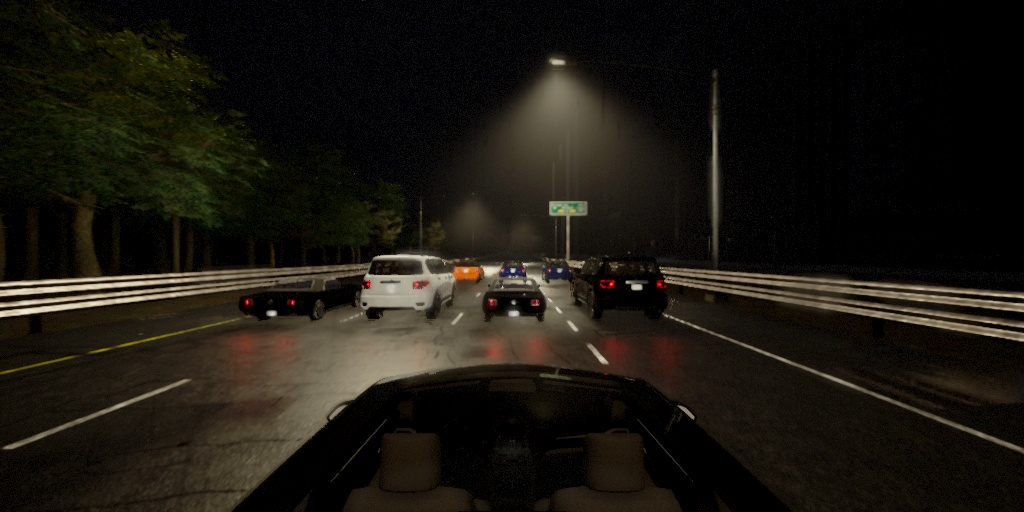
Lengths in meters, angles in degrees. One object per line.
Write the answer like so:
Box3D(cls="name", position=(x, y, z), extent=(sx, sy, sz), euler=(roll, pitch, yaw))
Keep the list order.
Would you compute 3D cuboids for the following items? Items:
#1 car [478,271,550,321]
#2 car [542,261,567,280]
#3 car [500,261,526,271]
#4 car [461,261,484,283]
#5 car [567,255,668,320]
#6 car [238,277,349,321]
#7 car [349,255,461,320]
Box3D(cls="car", position=(0.075, 1.377, 12.534), extent=(1.895, 1.301, 4.718), euler=(0, 0, 0))
Box3D(cls="car", position=(3.571, 1.161, 28.852), extent=(2.097, 1.767, 4.553), euler=(0, 0, 0))
Box3D(cls="car", position=(0.071, 1.162, 28.844), extent=(2.097, 1.767, 4.553), euler=(0, 0, 0))
Box3D(cls="car", position=(-3.429, 1.162, 28.831), extent=(2.097, 1.767, 4.553), euler=(0, 0, 0))
Box3D(cls="car", position=(3.579, 0.998, 12.929), extent=(2.150, 2.045, 5.566), euler=(0, 0, 0))
Box3D(cls="car", position=(-6.925, 1.378, 12.578), extent=(1.895, 1.301, 4.718), euler=(0, 0, 0))
Box3D(cls="car", position=(-3.423, 0.998, 12.877), extent=(2.150, 2.045, 5.566), euler=(0, 0, 0))
